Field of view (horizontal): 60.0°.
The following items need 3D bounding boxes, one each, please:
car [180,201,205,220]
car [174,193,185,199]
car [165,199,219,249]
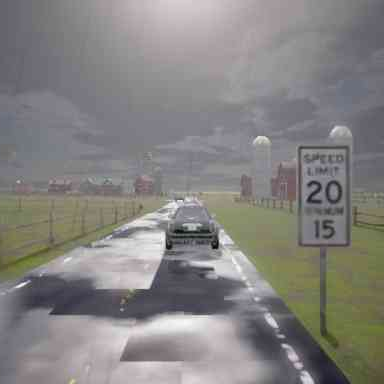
[{"bbox_3d":[0.009,1.585,29.650,2.033,1.411,5.357,0,0,0],"label":"car"},{"bbox_3d":[-2.729,1.239,75.691,2.150,2.045,5.566,0,0,0],"label":"car"},{"bbox_3d":[0.005,1.375,14.619,2.097,1.767,4.553,0,0,0],"label":"car"}]
